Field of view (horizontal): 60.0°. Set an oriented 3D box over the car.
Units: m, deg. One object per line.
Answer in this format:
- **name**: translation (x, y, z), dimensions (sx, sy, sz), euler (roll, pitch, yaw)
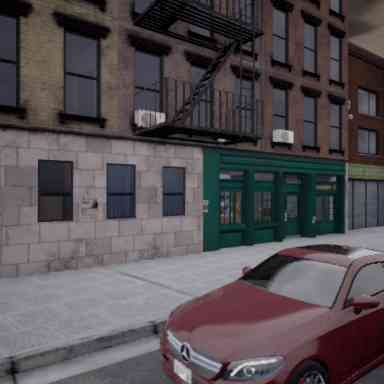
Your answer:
- **car**: translation (1.806, 1.526, 4.653), dimensions (4.674, 1.442, 1.812), euler (0, 0, -35)
